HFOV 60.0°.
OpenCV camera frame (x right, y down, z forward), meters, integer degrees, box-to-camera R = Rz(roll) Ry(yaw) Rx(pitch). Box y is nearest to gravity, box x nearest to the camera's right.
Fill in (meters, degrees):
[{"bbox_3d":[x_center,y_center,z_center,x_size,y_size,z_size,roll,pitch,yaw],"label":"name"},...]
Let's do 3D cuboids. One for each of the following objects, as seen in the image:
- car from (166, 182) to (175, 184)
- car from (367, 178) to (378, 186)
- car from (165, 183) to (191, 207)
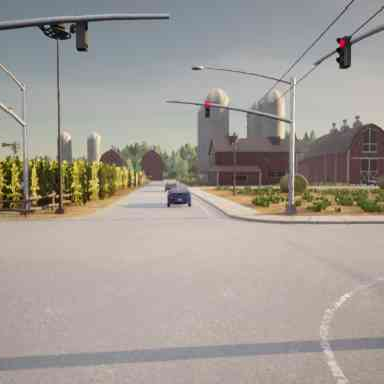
[{"bbox_3d":[-3.367,-0.839,52.889,2.128,1.511,4.902,0,3,-5],"label":"car"},{"bbox_3d":[42.331,-2.370,77.601,1.905,1.878,3.866,10,10,41],"label":"car"},{"bbox_3d":[-1.126,0.332,27.659,1.882,1.535,5.008,0,3,-5],"label":"car"}]
